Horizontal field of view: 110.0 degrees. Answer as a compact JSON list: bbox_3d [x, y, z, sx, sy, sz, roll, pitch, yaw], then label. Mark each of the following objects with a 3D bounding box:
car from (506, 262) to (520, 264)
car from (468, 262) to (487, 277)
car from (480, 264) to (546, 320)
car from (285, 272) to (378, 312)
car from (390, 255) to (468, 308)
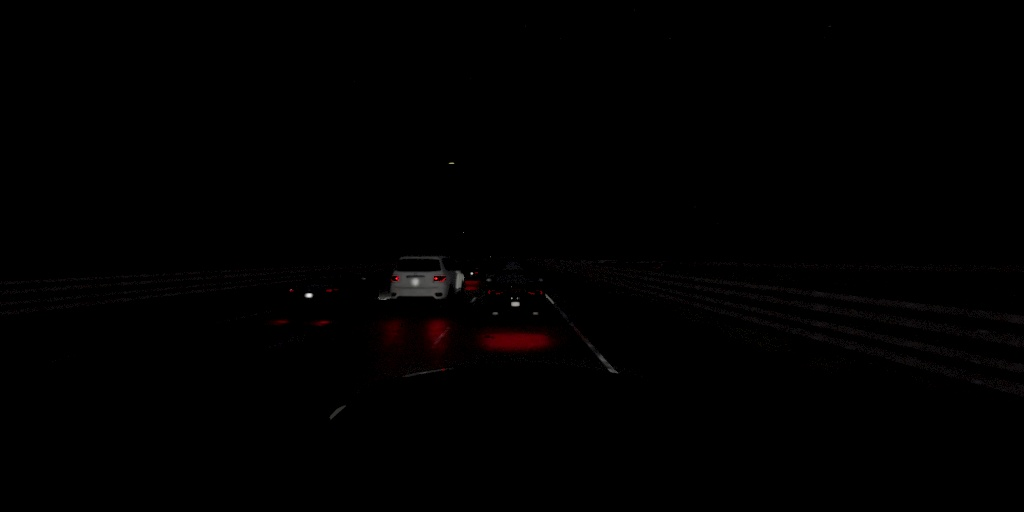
[{"bbox_3d":[0.096,1.293,33.594,1.812,1.442,4.674,0,0,0],"label":"car"},{"bbox_3d":[-3.400,1.259,32.811,1.837,1.490,4.892,1,-1,0],"label":"car"},{"bbox_3d":[0.101,1.229,12.738,1.882,1.535,5.008,0,0,0],"label":"car"},{"bbox_3d":[-6.901,1.316,14.198,1.994,1.385,4.181,0,0,0],"label":"car"},{"bbox_3d":[-3.400,0.974,15.299,2.150,2.045,5.566,0,0,0],"label":"car"}]
